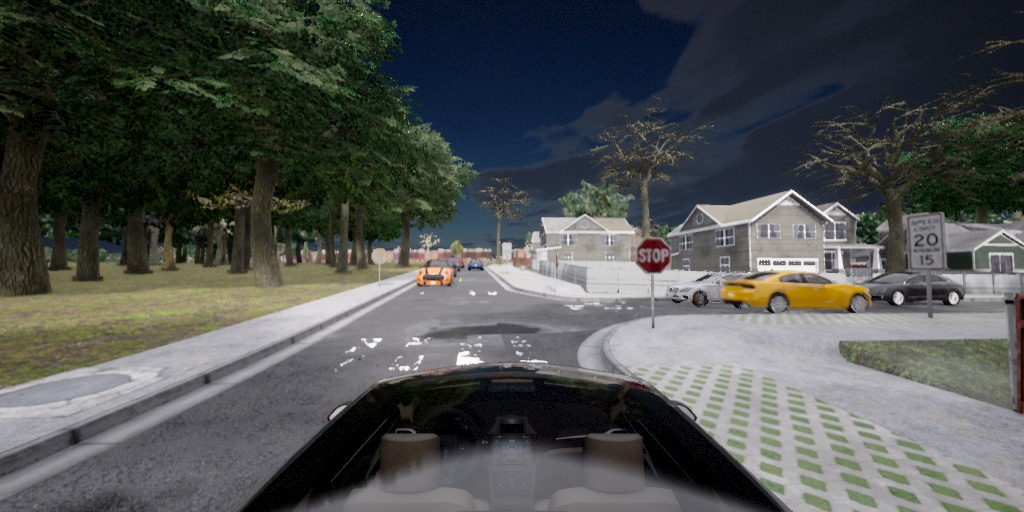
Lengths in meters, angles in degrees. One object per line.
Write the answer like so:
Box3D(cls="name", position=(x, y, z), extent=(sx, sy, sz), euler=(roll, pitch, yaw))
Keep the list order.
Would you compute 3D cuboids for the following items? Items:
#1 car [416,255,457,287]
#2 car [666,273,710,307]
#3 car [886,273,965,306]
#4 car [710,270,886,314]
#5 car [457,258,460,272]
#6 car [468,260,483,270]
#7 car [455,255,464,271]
Box3D(cls="car", position=(-4.986, 1.016, 23.699), extent=(2.097, 1.767, 4.553), euler=(0, 0, -7))
Box3D(cls="car", position=(9.260, 1.442, 15.930), extent=(4.674, 1.442, 1.812), euler=(1, -3, -6))
Box3D(cls="car", position=(18.470, 1.537, 16.948), extent=(4.892, 1.490, 1.837), euler=(1, -3, -6))
Box3D(cls="car", position=(10.420, 1.285, 13.280), extent=(5.008, 1.535, 1.882), euler=(1, -3, -5))
Box3D(cls="car", position=(-6.113, 1.187, 33.300), extent=(1.994, 1.385, 4.181), euler=(0, 0, -6))
Box3D(cls="car", position=(-4.916, 1.171, 48.551), extent=(1.994, 1.385, 4.181), euler=(0, 0, -6))
Box3D(cls="car", position=(-7.221, 0.951, 43.042), extent=(2.097, 1.767, 4.553), euler=(0, 0, -6))
